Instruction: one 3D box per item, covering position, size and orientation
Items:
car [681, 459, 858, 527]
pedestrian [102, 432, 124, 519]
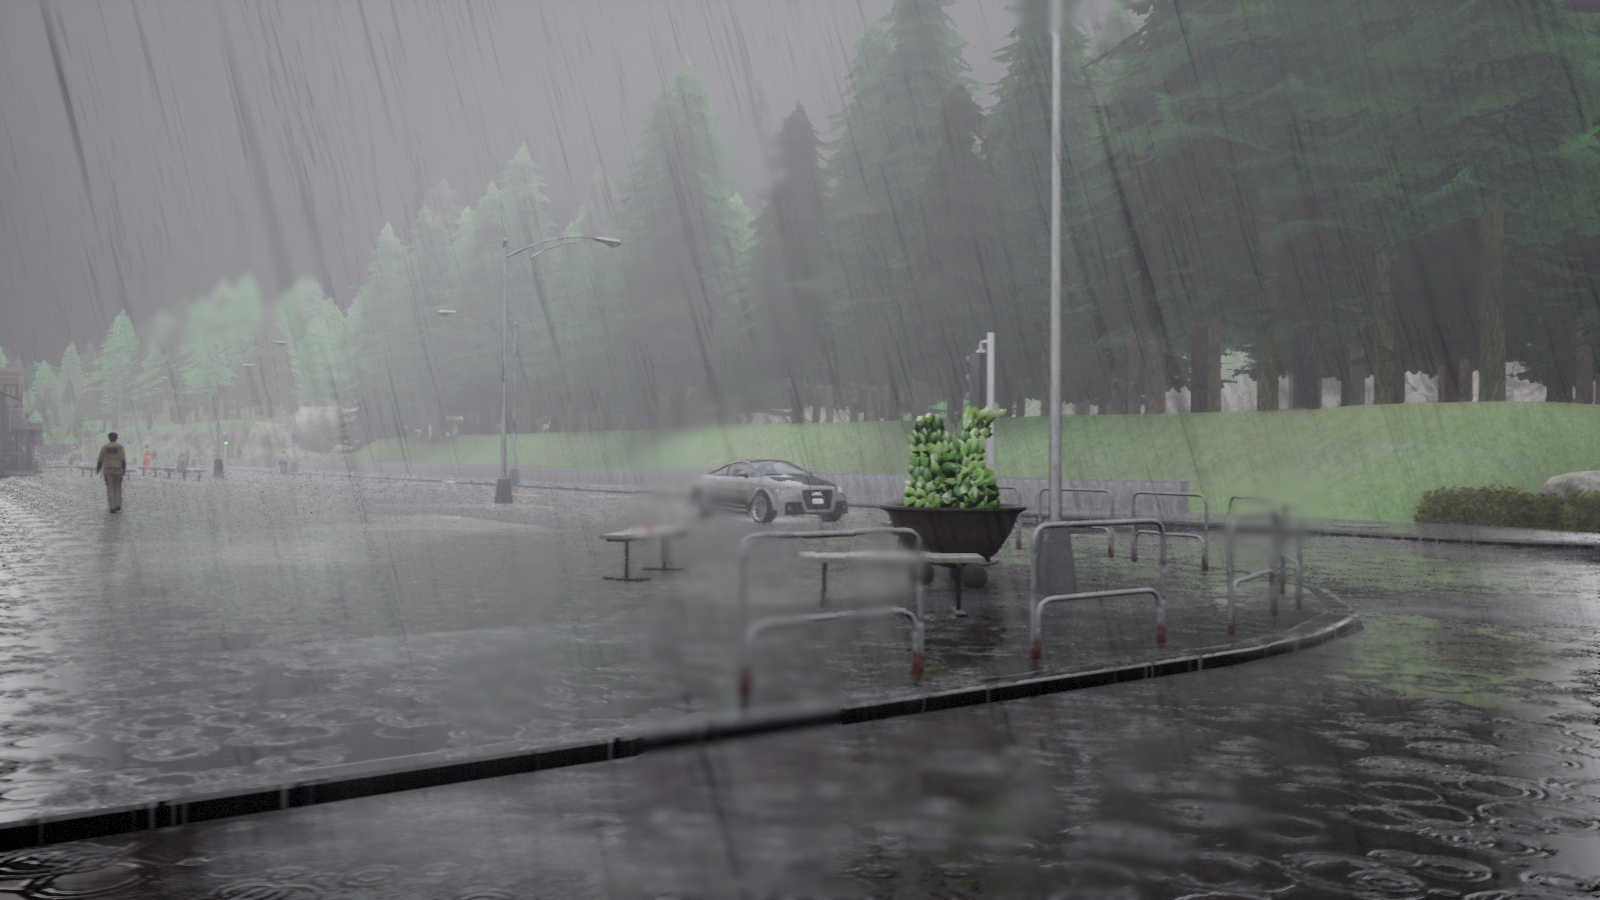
[{"bbox_3d":[-0.770,0.906,28.261,1.994,1.385,4.181,0,0,-35],"label":"car"},{"bbox_3d":[-15.525,0.564,28.382,0.396,1.930,0.692,0,0,-26],"label":"pedestrian"}]
